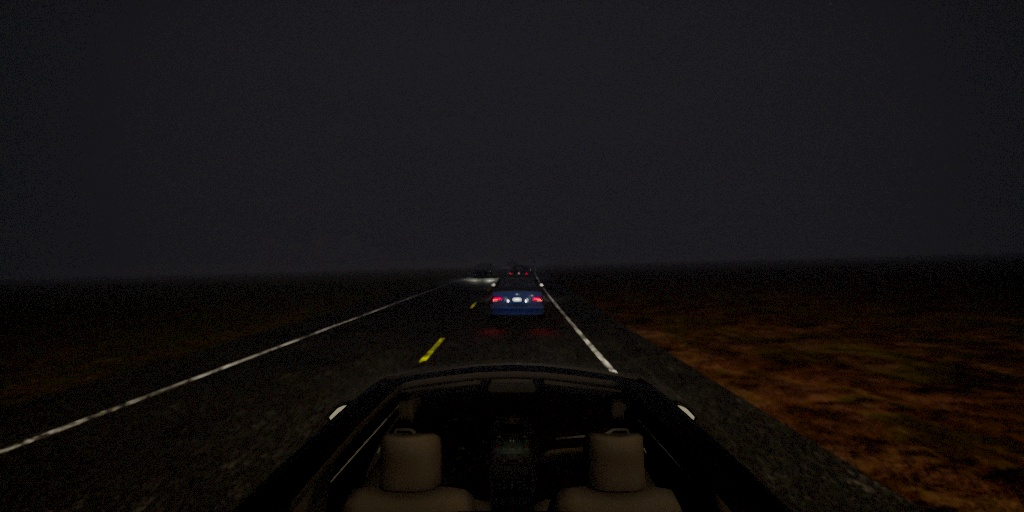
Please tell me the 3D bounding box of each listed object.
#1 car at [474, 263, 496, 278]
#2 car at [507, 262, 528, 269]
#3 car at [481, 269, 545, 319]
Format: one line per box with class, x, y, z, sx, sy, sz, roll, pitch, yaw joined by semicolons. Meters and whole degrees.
car;-2.775;1.431;37.211;1.882;1.535;5.008;0;0;3
car;0.652;1.463;30.705;2.033;1.411;5.357;0;0;2
car;0.199;1.365;13.202;2.033;1.411;5.357;0;0;1
